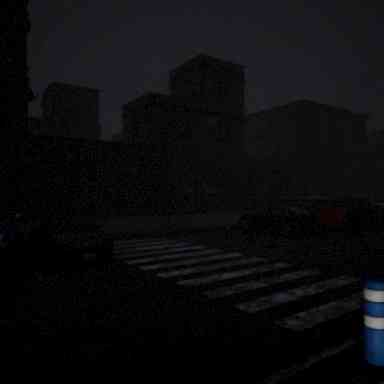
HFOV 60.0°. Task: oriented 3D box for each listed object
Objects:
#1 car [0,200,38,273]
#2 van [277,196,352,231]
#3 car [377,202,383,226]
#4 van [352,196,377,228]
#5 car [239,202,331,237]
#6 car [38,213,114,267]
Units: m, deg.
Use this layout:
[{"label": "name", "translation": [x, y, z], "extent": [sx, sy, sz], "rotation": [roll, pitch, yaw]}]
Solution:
[{"label": "car", "translation": [-6.697, 1.238, 10.246], "extent": [2.435, 2.045, 5.566], "rotation": [0, 0, -35]}, {"label": "van", "translation": [6.836, 1.250, 19.995], "extent": [1.878, 1.987, 4.442], "rotation": [0, 0, -35]}, {"label": "car", "translation": [11.441, 1.508, 23.110], "extent": [2.002, 1.452, 4.674], "rotation": [0, 0, -35]}, {"label": "van", "translation": [9.105, 1.246, 21.599], "extent": [1.878, 1.987, 4.442], "rotation": [0, 0, -35]}, {"label": "car", "translation": [4.638, 1.479, 18.289], "extent": [2.231, 1.521, 4.892], "rotation": [0, 0, -35]}, {"label": "car", "translation": [-4.426, 1.518, 11.850], "extent": [2.163, 1.488, 4.792], "rotation": [0, 0, -35]}]
